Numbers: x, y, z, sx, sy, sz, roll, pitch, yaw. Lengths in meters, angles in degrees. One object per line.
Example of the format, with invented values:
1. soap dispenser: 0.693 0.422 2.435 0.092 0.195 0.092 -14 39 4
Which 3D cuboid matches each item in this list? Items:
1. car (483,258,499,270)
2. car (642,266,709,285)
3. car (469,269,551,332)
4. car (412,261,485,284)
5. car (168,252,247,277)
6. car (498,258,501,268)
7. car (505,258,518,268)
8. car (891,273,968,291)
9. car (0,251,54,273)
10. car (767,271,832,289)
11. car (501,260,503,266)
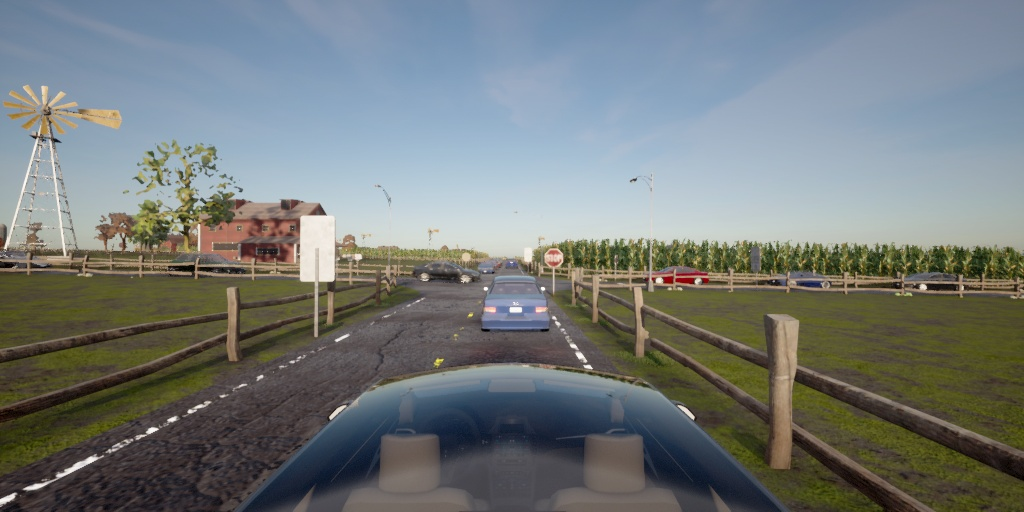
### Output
1. car: -2.933 1.318 41.863 2.033 1.411 5.357 0 0 0
2. car: 13.143 1.588 28.930 5.008 1.535 1.882 1 -1 0
3. car: 0.081 1.300 10.851 2.033 1.411 5.357 0 0 0
4. car: -4.739 1.206 26.082 4.892 1.490 1.837 3 0 0
5. car: -22.095 0.604 26.193 4.553 1.767 2.097 1 -1 0
6. car: -2.949 1.307 51.501 1.812 1.442 4.674 0 0 0
7. car: -0.039 1.145 61.120 2.097 1.767 4.553 0 0 0
8. car: 33.469 2.085 28.804 4.892 1.490 1.837 1 -1 0
9. car: -36.741 0.407 26.283 4.902 1.511 2.128 1 -1 1
10. car: 23.070 1.905 28.878 4.181 1.385 1.994 1 -1 0
11. car: -2.949 1.146 61.512 2.097 1.767 4.553 0 0 0
